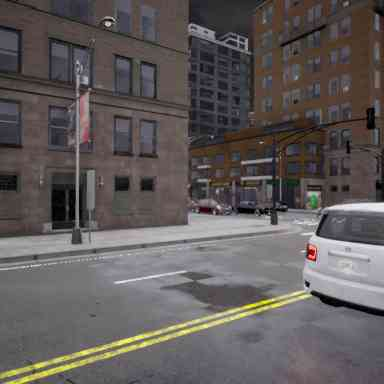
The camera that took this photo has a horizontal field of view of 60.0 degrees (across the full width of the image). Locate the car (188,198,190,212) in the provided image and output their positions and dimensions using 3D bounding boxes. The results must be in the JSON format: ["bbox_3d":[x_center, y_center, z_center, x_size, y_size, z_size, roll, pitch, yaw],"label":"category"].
[{"bbox_3d":[-1.097,1.421,36.809,1.967,1.590,4.097,0,0,-35],"label":"car"}]

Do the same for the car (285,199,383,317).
[{"bbox_3d":[4.603,1.223,6.732,5.566,2.045,2.150,0,0,-36],"label":"car"}]

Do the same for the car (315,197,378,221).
[{"bbox_3d":[12.767,1.362,27.475,4.553,1.767,2.097,0,-1,28],"label":"car"}]

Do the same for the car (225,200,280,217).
[{"bbox_3d":[5.677,1.594,31.627,1.895,1.301,4.718,0,0,-35],"label":"car"}]

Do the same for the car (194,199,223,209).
[{"bbox_3d":[2.270,1.594,45.943,1.802,1.307,4.206,0,0,-35],"label":"car"}]

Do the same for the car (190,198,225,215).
[{"bbox_3d":[2.086,1.423,32.311,1.967,1.590,4.097,0,0,-35],"label":"car"}]

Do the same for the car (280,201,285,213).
[{"bbox_3d":[8.637,1.580,36.945,1.947,1.339,4.313,0,0,-35],"label":"car"}]

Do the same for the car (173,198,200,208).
[{"bbox_3d":[-0.913,1.578,50.441,1.947,1.339,4.313,0,0,-35],"label":"car"}]

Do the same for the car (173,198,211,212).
[{"bbox_3d":[-0.062,1.482,39.739,2.128,1.511,4.902,0,0,-35],"label":"car"}]
